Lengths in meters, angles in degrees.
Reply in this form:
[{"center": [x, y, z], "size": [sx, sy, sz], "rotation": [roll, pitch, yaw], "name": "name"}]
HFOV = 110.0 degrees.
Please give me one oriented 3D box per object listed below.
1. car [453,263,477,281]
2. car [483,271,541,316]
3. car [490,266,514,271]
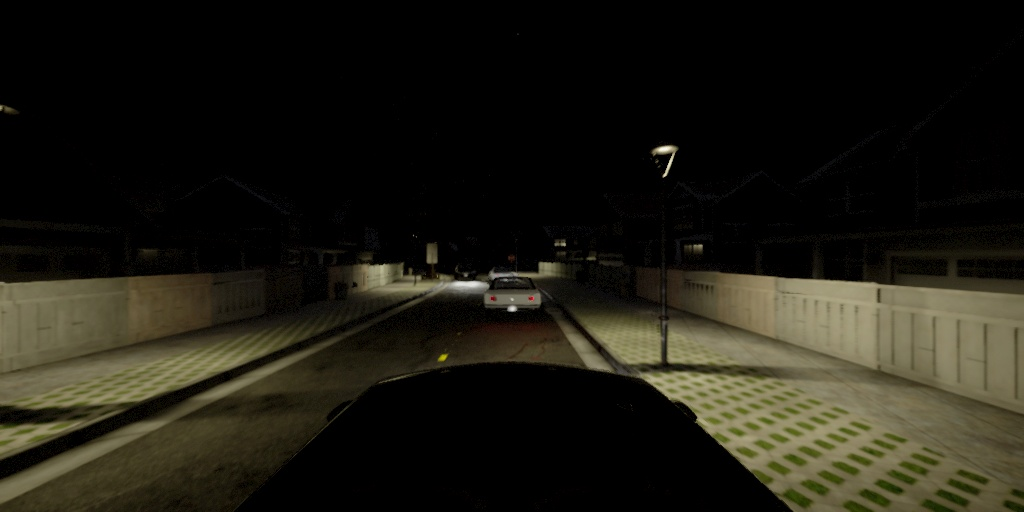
[{"center": [-4.286, 1.386, 32.736], "size": [2.128, 1.511, 4.902], "rotation": [0, 0, -9], "name": "car"}, {"center": [0.029, 1.413, 13.722], "size": [1.895, 1.301, 4.718], "rotation": [0, 0, 0], "name": "car"}, {"center": [-0.797, 1.478, 28.758], "size": [1.895, 1.301, 4.718], "rotation": [0, 0, -7], "name": "car"}]
